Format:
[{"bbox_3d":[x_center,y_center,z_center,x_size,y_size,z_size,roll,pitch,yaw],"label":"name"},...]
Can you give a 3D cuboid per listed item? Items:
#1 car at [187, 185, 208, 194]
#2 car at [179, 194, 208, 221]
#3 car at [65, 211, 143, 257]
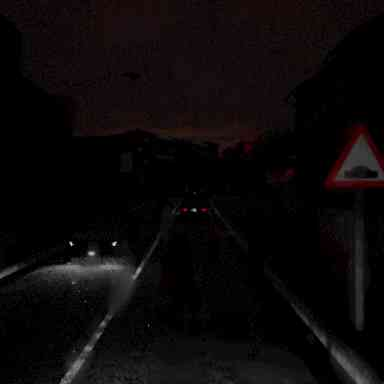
[{"bbox_3d":[0.687,0.124,40.359,2.150,2.045,5.566,0,2,8],"label":"car"},{"bbox_3d":[0.093,1.108,22.949,2.033,1.411,5.357,0,1,-1],"label":"car"},{"bbox_3d":[-3.101,1.463,12.944,2.033,1.411,5.357,0,1,0],"label":"car"}]
